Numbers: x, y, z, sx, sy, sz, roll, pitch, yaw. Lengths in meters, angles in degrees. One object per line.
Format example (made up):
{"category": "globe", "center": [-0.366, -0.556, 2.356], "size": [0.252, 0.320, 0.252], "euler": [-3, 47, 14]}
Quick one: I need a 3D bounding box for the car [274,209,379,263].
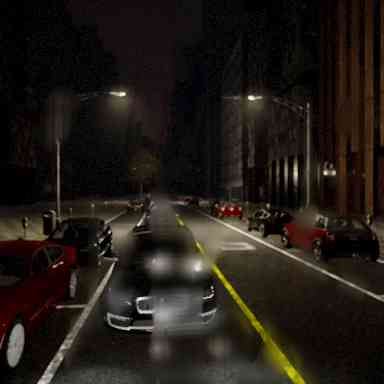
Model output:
{"category": "car", "center": [4.738, 1.443, 12.052], "size": [1.967, 1.590, 4.097], "euler": [0, 0, -6]}

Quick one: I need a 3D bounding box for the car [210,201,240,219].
{"category": "car", "center": [3.046, 1.450, 29.001], "size": [1.967, 1.590, 4.097], "euler": [0, 0, -6]}

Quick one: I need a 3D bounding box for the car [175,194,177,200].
{"category": "car", "center": [-2.611, 1.567, 85.666], "size": [1.752, 1.417, 4.829], "euler": [0, 0, -6]}

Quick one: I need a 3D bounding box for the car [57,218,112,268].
{"category": "car", "center": [-3.744, 1.568, 11.201], "size": [1.947, 1.339, 4.313], "euler": [0, 0, -6]}

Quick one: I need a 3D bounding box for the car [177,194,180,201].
{"category": "car", "center": [-2.030, 1.619, 79.847], "size": [1.802, 1.307, 4.206], "euler": [0, 0, -6]}

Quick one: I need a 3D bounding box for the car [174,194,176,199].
{"category": "car", "center": [-3.158, 1.628, 91.146], "size": [1.802, 1.307, 4.206], "euler": [0, 0, -6]}

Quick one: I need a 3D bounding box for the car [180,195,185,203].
{"category": "car", "center": [-0.902, 1.581, 68.548], "size": [2.008, 1.369, 4.403], "euler": [0, 0, -6]}

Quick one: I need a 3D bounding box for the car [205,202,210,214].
{"category": "car", "center": [2.482, 1.578, 34.650], "size": [1.947, 1.339, 4.313], "euler": [0, 0, -6]}

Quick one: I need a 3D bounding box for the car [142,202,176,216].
{"category": "car", "center": [-2.070, 1.570, 21.984], "size": [1.994, 1.385, 4.181], "euler": [0, 0, -7]}

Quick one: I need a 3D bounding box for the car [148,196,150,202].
{"category": "car", "center": [-7.128, 1.568, 45.097], "size": [2.008, 1.369, 4.403], "euler": [0, 0, -6]}

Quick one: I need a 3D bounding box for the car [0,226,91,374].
{"category": "car", "center": [-3.180, 1.545, 5.551], "size": [1.887, 1.381, 4.507], "euler": [0, 0, -6]}

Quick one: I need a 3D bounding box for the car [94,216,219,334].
{"category": "car", "center": [-0.662, 1.506, 7.122], "size": [1.837, 1.490, 4.892], "euler": [0, 0, -6]}

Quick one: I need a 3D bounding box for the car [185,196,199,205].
{"category": "car", "center": [0.226, 1.606, 57.249], "size": [1.802, 1.307, 4.206], "euler": [0, 0, -6]}

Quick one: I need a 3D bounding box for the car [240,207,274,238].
{"category": "car", "center": [4.174, 1.571, 17.702], "size": [1.947, 1.339, 4.313], "euler": [0, 0, -6]}

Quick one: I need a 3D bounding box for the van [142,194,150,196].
{"category": "van", "center": [-7.692, 1.361, 50.747], "size": [1.690, 1.788, 3.998], "euler": [0, 0, -6]}

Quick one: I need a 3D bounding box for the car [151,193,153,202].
{"category": "car", "center": [-8.821, 1.341, 62.046], "size": [2.192, 1.841, 5.009], "euler": [0, 0, -6]}

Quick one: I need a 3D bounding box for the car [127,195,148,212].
{"category": "car", "center": [-6.564, 1.454, 39.447], "size": [1.967, 1.590, 4.097], "euler": [0, 0, -6]}
